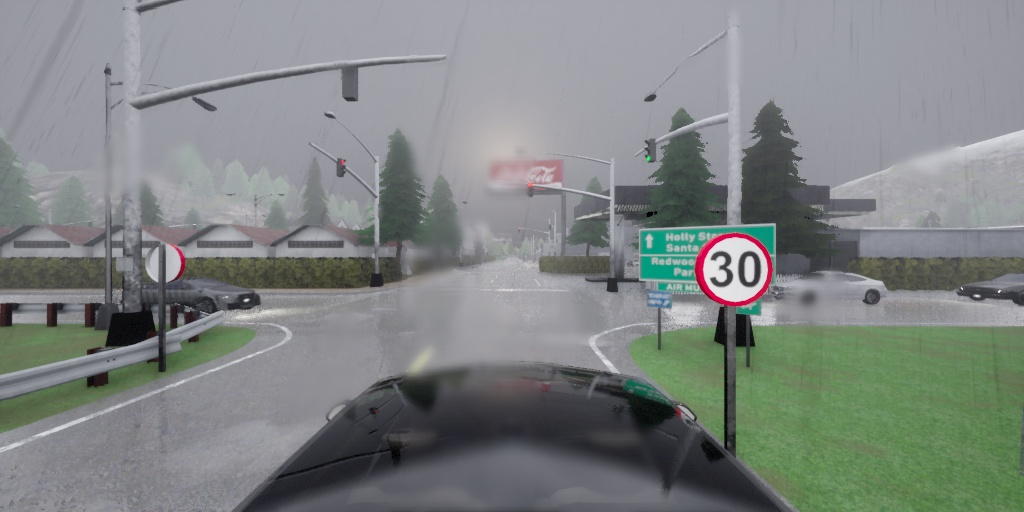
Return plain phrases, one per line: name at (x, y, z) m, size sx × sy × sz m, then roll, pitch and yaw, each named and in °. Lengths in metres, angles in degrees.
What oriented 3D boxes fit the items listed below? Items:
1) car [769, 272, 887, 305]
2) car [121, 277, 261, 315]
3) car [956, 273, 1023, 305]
car at (14.857, 1.467, 16.935) m, size 4.674 × 1.442 × 1.812 m, roll 0°, pitch 0°, yaw 0°
car at (-12.096, 1.505, 13.668) m, size 4.181 × 1.385 × 1.994 m, roll 0°, pitch 0°, yaw 1°
car at (24.512, 1.489, 16.807) m, size 5.357 × 1.411 × 2.033 m, roll 0°, pitch 0°, yaw 1°
